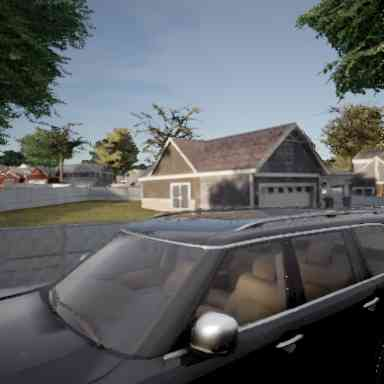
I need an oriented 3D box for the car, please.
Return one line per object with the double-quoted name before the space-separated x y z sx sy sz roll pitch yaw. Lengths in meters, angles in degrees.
"car" 0.158 1.229 3.186 5.566 2.045 2.150 0 0 -35
